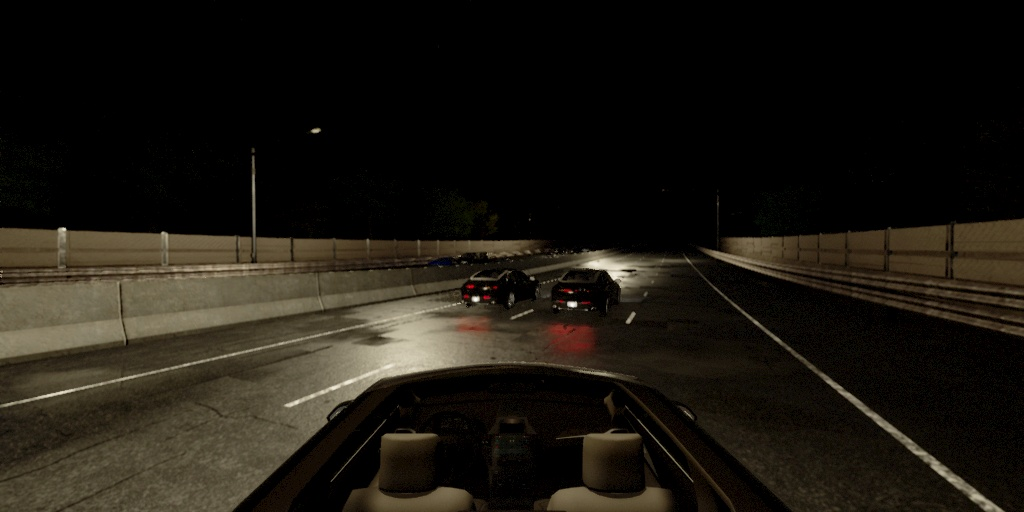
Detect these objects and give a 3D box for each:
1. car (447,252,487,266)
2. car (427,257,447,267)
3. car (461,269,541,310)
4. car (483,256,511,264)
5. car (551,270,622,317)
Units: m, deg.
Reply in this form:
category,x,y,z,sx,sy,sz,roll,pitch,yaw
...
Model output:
category,x,y,z,sx,sy,sz,roll,pitch,yaw
car,-4.571,0.603,40.272,2.150,2.045,5.566,0,2,24
car,-7.851,0.873,41.505,1.882,1.535,5.008,0,2,24
car,-0.297,1.261,14.948,1.837,1.490,4.892,0,0,24
car,-1.052,0.914,39.566,1.994,1.385,4.181,0,2,24
car,2.889,1.254,13.499,1.837,1.490,4.892,0,0,24
